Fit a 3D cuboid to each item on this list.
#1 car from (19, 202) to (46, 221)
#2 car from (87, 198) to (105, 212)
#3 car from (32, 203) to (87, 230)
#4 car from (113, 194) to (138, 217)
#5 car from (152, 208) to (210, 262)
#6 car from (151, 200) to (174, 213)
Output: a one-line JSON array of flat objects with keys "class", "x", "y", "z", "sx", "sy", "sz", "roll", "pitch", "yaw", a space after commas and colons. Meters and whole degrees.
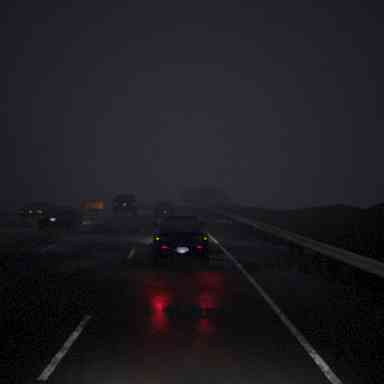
[{"class": "car", "x": -12.794, "y": 1.572, "z": 27.973, "sx": 2.033, "sy": 1.411, "sz": 5.357, "roll": 0, "pitch": 0, "yaw": -9}, {"class": "car", "x": -11.563, "y": 1.496, "z": 39.836, "sx": 1.882, "sy": 1.535, "sz": 5.008, "roll": 0, "pitch": 0, "yaw": -12}, {"class": "car", "x": -8.391, "y": 1.580, "z": 21.502, "sx": 1.994, "sy": 1.385, "sz": 4.181, "roll": 0, "pitch": 0, "yaw": -7}, {"class": "car", "x": -6.380, "y": 1.229, "z": 31.910, "sx": 2.150, "sy": 2.045, "sz": 5.566, "roll": 0, "pitch": 0, "yaw": -10}, {"class": "car", "x": -0.450, "y": 1.524, "z": 12.040, "sx": 1.812, "sy": 1.442, "sz": 4.674, "roll": 0, "pitch": 0, "yaw": -4}, {"class": "car", "x": -2.675, "y": 1.490, "z": 30.838, "sx": 2.128, "sy": 1.511, "sz": 4.902, "roll": 0, "pitch": 0, "yaw": -9}]
